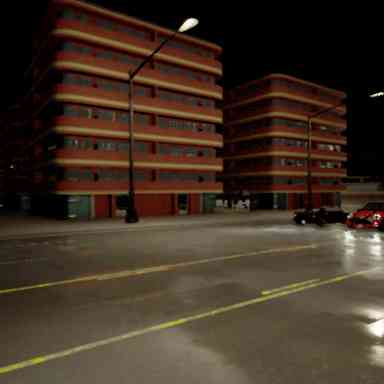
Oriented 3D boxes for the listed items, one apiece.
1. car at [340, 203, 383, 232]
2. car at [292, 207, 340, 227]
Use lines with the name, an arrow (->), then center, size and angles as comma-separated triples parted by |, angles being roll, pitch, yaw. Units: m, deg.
car -> 11.743, 1.458, 20.970 | 4.553, 1.767, 2.097 | 1, 0, -35
car -> 9.251, 1.702, 23.492 | 4.718, 1.301, 1.895 | 1, 0, -35
